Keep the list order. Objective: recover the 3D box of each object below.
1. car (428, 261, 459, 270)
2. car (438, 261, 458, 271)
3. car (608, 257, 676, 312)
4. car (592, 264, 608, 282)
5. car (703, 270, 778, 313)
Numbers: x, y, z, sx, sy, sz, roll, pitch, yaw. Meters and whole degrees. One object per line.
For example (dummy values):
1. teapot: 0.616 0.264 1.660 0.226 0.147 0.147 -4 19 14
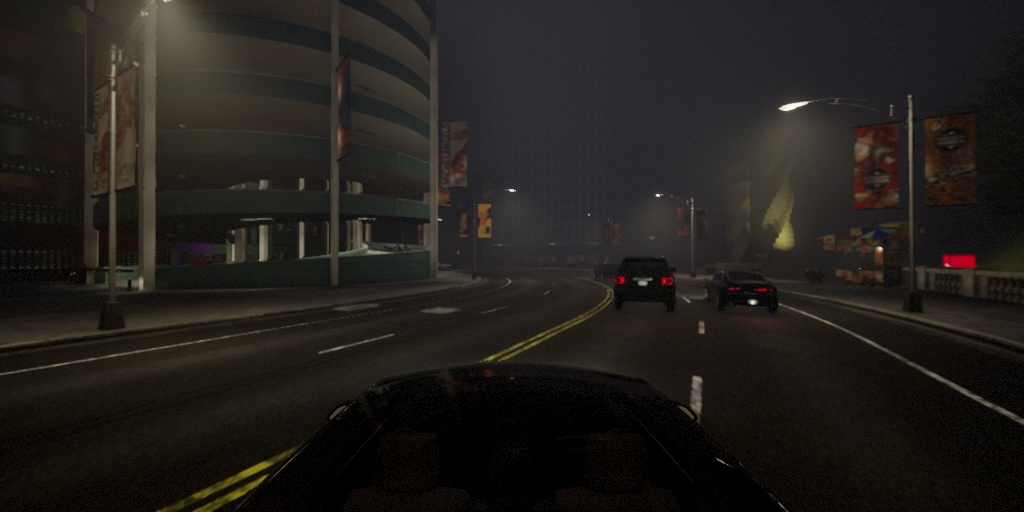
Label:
1. car: -11.703 1.619 61.407 5.357 1.411 2.033 0 0 35
2. car: -11.215 1.571 56.572 4.674 1.442 1.812 -1 -1 39
3. car: 5.579 1.041 15.029 2.150 2.045 5.566 0 0 22
4. car: 8.431 1.409 31.434 1.837 1.490 4.892 0 0 -2
5. car: 9.092 1.319 14.550 1.837 1.490 4.892 0 0 20
